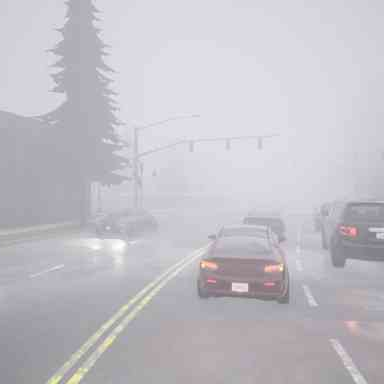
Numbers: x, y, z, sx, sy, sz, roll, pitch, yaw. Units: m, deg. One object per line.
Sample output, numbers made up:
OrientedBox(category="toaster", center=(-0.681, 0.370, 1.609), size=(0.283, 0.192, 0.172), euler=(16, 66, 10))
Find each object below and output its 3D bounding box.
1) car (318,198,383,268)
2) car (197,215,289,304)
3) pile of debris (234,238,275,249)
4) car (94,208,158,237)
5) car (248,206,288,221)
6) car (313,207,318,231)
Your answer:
OrientedBox(category="car", center=(5.673, 1.222, 11.112), size=(2.150, 2.045, 5.566), euler=(0, 0, 17))
OrientedBox(category="car", center=(1.319, 1.526, 8.162), size=(1.812, 1.442, 4.674), euler=(0, 0, 12))
OrientedBox(category="pile of debris", center=(2.724, 2.175, 14.249), size=(1.500, 0.140, 1.860), euler=(0, 0, 18))
OrientedBox(category="car", center=(-3.435, 1.565, 17.933), size=(1.994, 1.385, 4.181), euler=(0, 0, 18))
OrientedBox(category="car", center=(3.821, 1.478, 17.078), size=(1.882, 1.535, 5.008), euler=(0, 0, 18))
OrientedBox(category="car", center=(8.551, 1.352, 20.264), size=(2.097, 1.767, 4.553), euler=(0, 0, 18))
